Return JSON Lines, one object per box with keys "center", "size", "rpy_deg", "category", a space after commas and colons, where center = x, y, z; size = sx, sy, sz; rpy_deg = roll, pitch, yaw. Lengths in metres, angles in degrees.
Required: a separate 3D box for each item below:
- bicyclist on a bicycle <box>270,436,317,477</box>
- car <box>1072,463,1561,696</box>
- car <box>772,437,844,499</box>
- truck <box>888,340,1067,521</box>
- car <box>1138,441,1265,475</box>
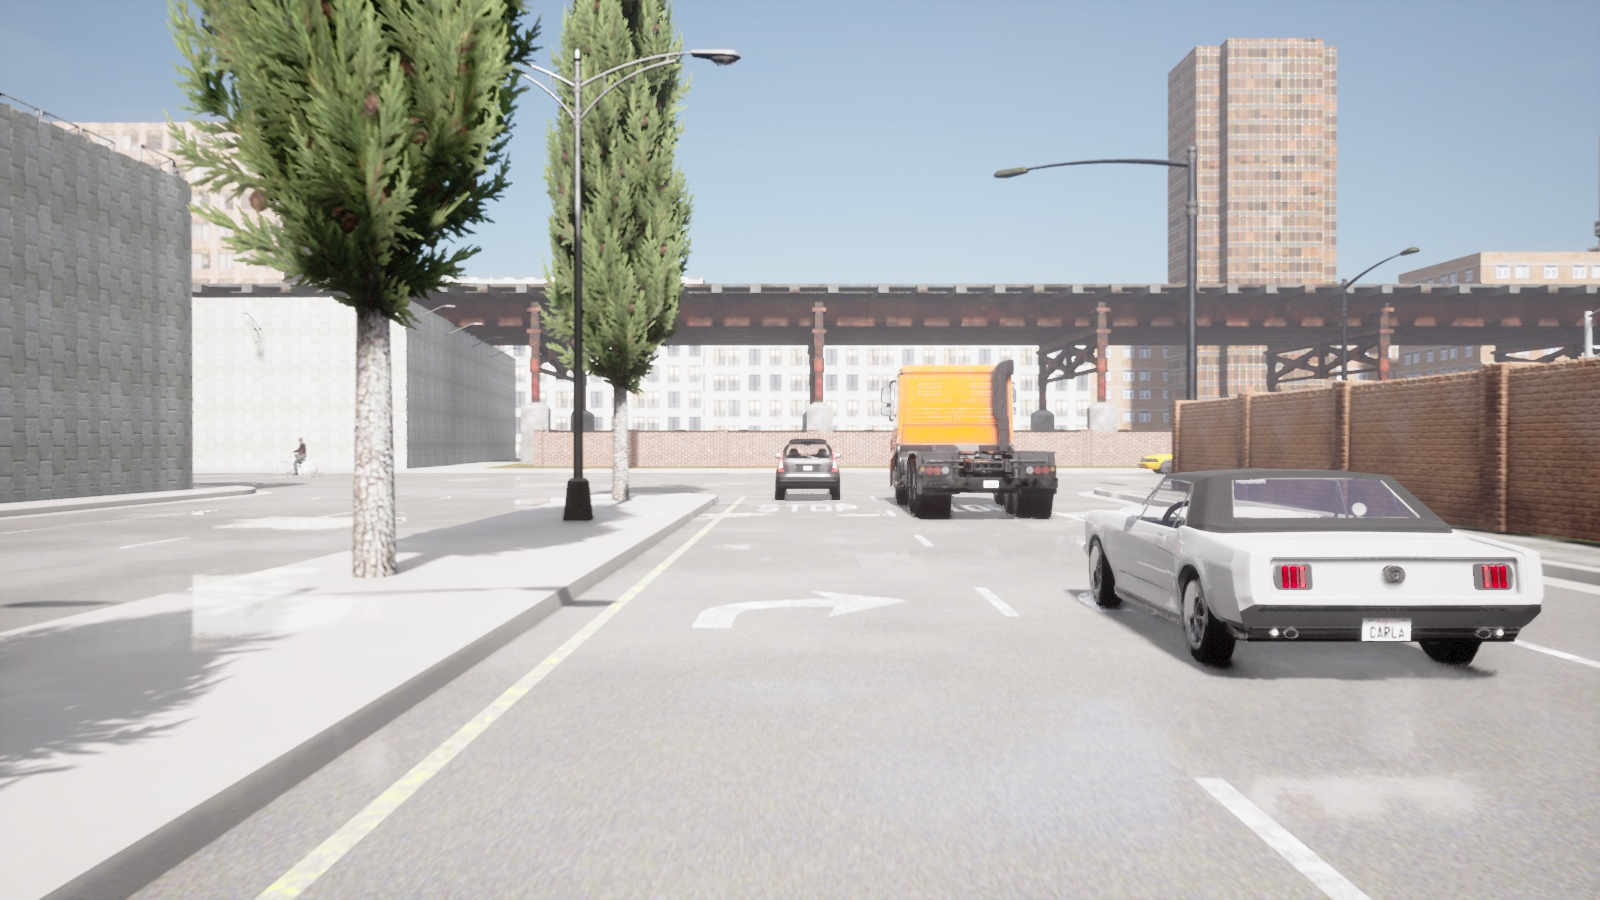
{"center": [-22.463, 0.285, 55.720], "size": [1.843, 1.776, 0.659], "rpy_deg": [0, 0, 1], "category": "bicyclist on a bicycle"}
{"center": [3.571, 0.795, 9.802], "size": [1.895, 1.301, 4.718], "rpy_deg": [0, 0, 0], "category": "car"}
{"center": [0.211, 0.451, 34.418], "size": [1.851, 1.617, 3.988], "rpy_deg": [0, 0, 0], "category": "car"}
{"center": [3.675, -0.390, 27.990], "size": [2.891, 3.462, 7.936], "rpy_deg": [0, 0, 0], "category": "truck"}
{"center": [18.681, 0.370, 58.602], "size": [5.366, 1.575, 1.801], "rpy_deg": [0, 0, 1], "category": "car"}
